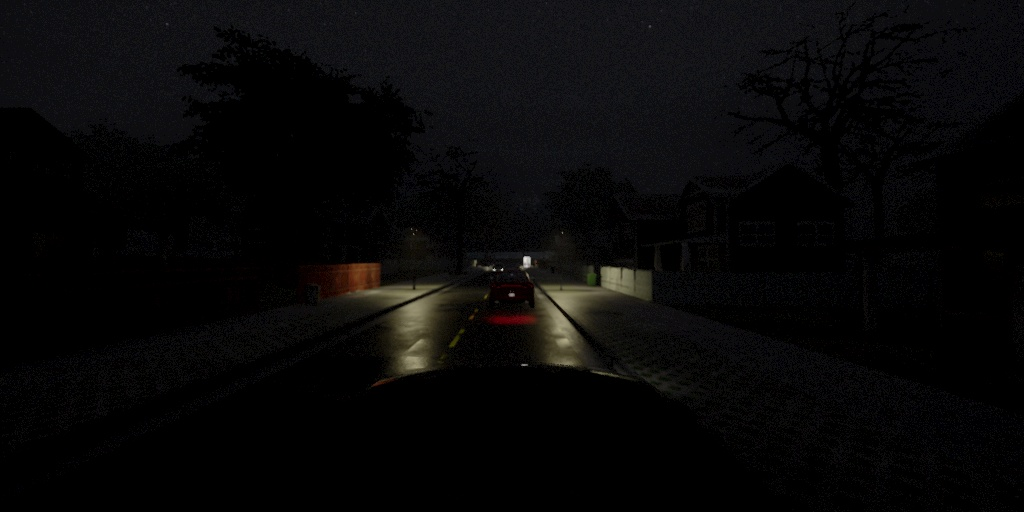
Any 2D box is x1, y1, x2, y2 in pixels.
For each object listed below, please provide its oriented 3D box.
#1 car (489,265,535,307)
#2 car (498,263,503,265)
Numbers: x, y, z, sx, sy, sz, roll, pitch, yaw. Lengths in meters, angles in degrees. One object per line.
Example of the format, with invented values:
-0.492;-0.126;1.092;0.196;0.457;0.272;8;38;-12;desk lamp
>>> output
-0.001;1.364;16.328;1.882;1.535;5.008;0;0;0;car
-0.013;1.568;30.841;2.033;1.411;5.357;0;0;0;car
